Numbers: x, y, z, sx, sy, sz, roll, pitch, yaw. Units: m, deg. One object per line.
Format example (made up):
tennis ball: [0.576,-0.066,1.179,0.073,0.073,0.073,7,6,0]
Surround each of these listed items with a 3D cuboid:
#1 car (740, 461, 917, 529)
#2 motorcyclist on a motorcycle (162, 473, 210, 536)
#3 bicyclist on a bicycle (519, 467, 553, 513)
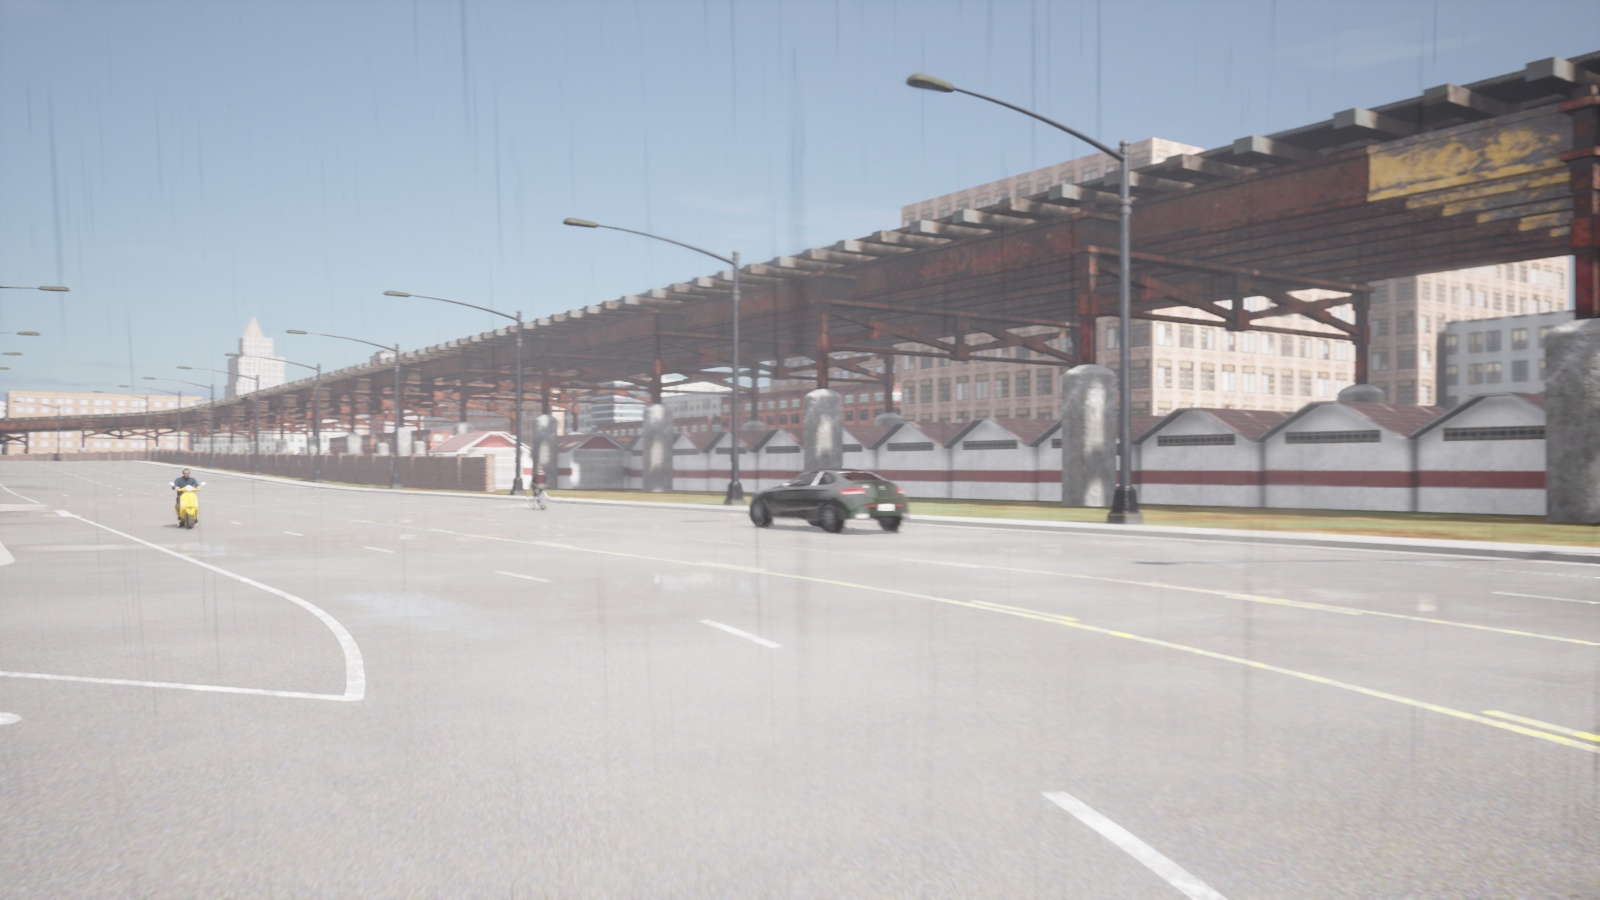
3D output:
car: [0.644,1.147,33.255,2.152,1.651,5.027,0,-1,-34]
motorcyclist on a motorcycle: [-16.168,1.408,33.037,0.866,1.590,1.817,0,-1,-35]
bicyclist on a bicycle: [-10.435,1.571,49.519,0.659,1.776,1.843,0,-1,-34]
